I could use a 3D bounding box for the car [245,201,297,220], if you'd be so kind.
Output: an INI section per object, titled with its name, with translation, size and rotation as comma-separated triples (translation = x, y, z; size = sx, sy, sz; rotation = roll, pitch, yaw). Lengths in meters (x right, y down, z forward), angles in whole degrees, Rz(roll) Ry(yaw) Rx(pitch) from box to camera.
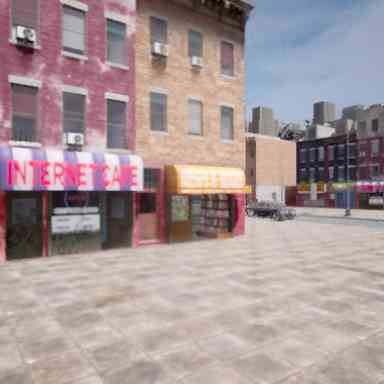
[car]
translation = 6.753, 1.557, 28.722
size = 1.837, 1.490, 4.892
rotation = 0, 0, -35
